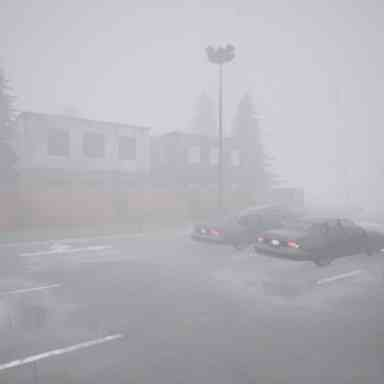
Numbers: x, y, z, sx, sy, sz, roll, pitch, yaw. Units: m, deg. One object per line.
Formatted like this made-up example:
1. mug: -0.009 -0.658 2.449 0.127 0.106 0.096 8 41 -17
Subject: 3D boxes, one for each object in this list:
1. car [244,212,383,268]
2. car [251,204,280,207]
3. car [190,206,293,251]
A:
1. car: 4.532 1.548 11.345 5.357 1.411 2.033 0 0 -35
2. car: 4.802 1.478 20.103 5.008 1.535 1.882 0 0 -35
3. car: 2.500 1.548 14.194 5.357 1.411 2.033 0 0 -35
